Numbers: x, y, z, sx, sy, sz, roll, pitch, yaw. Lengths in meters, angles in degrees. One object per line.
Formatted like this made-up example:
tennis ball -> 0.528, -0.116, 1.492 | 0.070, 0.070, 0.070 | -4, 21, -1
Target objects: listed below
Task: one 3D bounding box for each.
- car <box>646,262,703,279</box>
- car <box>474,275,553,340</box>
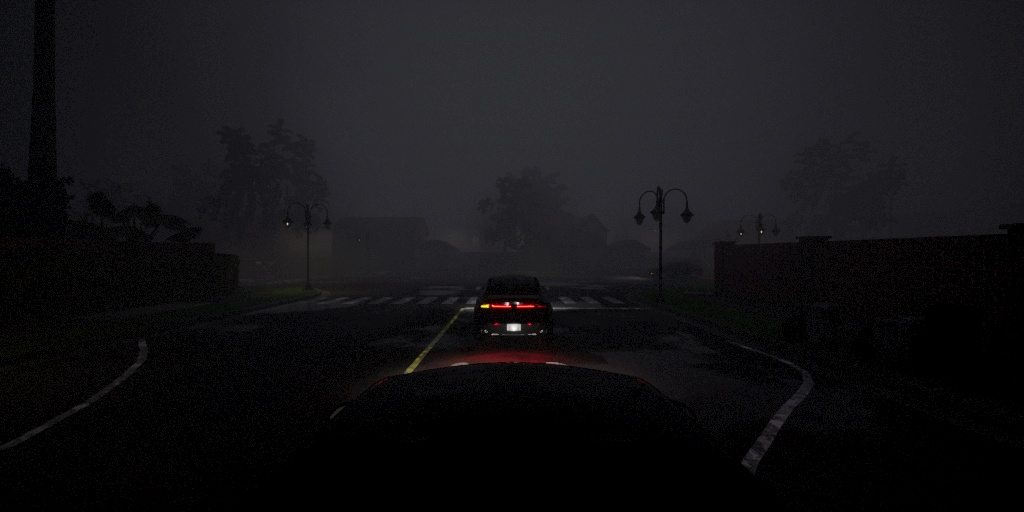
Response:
car -> 14.932, 1.275, 33.003 | 4.892, 1.490, 1.837 | 0, 0, 0
car -> 0.018, 1.254, 9.954 | 1.837, 1.490, 4.892 | 0, 0, -1
